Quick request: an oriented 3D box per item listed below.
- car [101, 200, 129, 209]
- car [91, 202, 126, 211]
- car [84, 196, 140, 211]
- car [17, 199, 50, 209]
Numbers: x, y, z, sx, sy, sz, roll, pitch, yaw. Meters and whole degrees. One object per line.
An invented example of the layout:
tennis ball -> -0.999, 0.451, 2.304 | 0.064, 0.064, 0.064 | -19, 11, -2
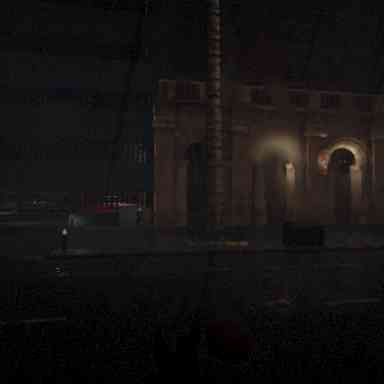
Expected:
car -> -13.401, 2.107, 58.086 | 4.786, 1.482, 2.161 | 0, -1, -11
car -> -11.622, 2.016, 46.615 | 4.718, 1.301, 1.895 | 0, -1, -11
car -> -7.313, 1.367, 28.612 | 5.566, 2.045, 2.435 | 0, -1, -11
car -> -24.603, 1.870, 51.743 | 4.674, 1.452, 2.002 | 0, -1, -11
